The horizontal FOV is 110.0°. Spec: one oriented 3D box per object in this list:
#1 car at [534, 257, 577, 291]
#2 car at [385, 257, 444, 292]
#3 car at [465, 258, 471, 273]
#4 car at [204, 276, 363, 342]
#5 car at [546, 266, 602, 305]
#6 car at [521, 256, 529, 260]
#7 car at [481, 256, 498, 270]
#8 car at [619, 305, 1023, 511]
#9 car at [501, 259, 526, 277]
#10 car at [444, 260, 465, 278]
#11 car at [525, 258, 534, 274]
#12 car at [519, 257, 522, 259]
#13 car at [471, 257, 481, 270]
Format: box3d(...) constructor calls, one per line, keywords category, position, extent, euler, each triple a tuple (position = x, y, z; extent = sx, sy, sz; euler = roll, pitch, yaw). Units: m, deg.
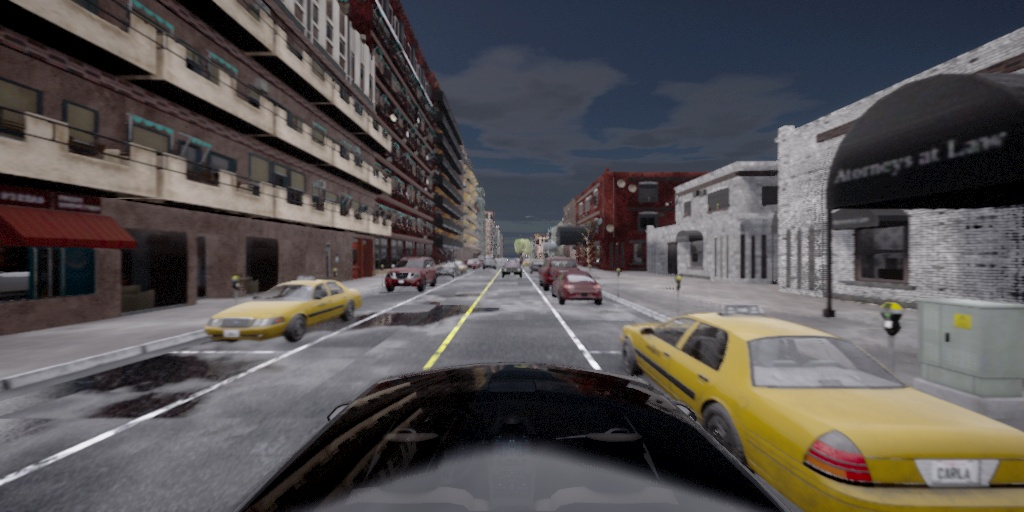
box3d(category="car", position=(2.685, 0.989, 20.937), extent=(2.192, 1.841, 5.009), euler=(0, 0, 0))
box3d(category="car", position=(-5.696, 0.989, 20.934), extent=(2.192, 1.841, 5.009), euler=(0, 0, 0))
box3d(category="car", position=(-5.701, 1.142, 37.381), extent=(1.751, 1.417, 4.829), euler=(0, 0, 0))
box3d(category="car", position=(-5.693, 1.242, 9.685), extent=(1.751, 1.417, 4.829), euler=(0, 0, 0))
box3d(category="car", position=(2.686, 1.278, 15.398), extent=(1.802, 1.307, 4.207), euler=(0, 0, 0))
box3d(category="car", position=(2.673, 1.077, 59.880), extent=(1.751, 1.417, 4.829), euler=(0, 0, 0))
box3d(category="car", position=(-3.014, 1.137, 49.094), extent=(1.837, 1.490, 4.892), euler=(0, 0, 0))
box3d(category="car", position=(2.690, 1.265, 4.490), extent=(1.751, 1.417, 4.829), euler=(0, 0, 0))
box3d(category="car", position=(0.015, 1.234, 32.813), extent=(1.895, 1.301, 4.718), euler=(0, 0, 1))
box3d(category="car", position=(-5.700, 1.186, 32.012), extent=(2.007, 1.370, 4.403), euler=(0, 0, 0))
box3d(category="car", position=(2.680, 1.168, 37.554), extent=(2.007, 1.370, 4.403), euler=(0, 0, 0))
box3d(category="car", position=(0.064, 1.140, 50.820), extent=(1.994, 1.385, 4.181), euler=(0, 0, 0))
box3d(category="car", position=(-5.705, 1.128, 48.630), extent=(1.888, 1.381, 4.507), euler=(0, 0, 0))
